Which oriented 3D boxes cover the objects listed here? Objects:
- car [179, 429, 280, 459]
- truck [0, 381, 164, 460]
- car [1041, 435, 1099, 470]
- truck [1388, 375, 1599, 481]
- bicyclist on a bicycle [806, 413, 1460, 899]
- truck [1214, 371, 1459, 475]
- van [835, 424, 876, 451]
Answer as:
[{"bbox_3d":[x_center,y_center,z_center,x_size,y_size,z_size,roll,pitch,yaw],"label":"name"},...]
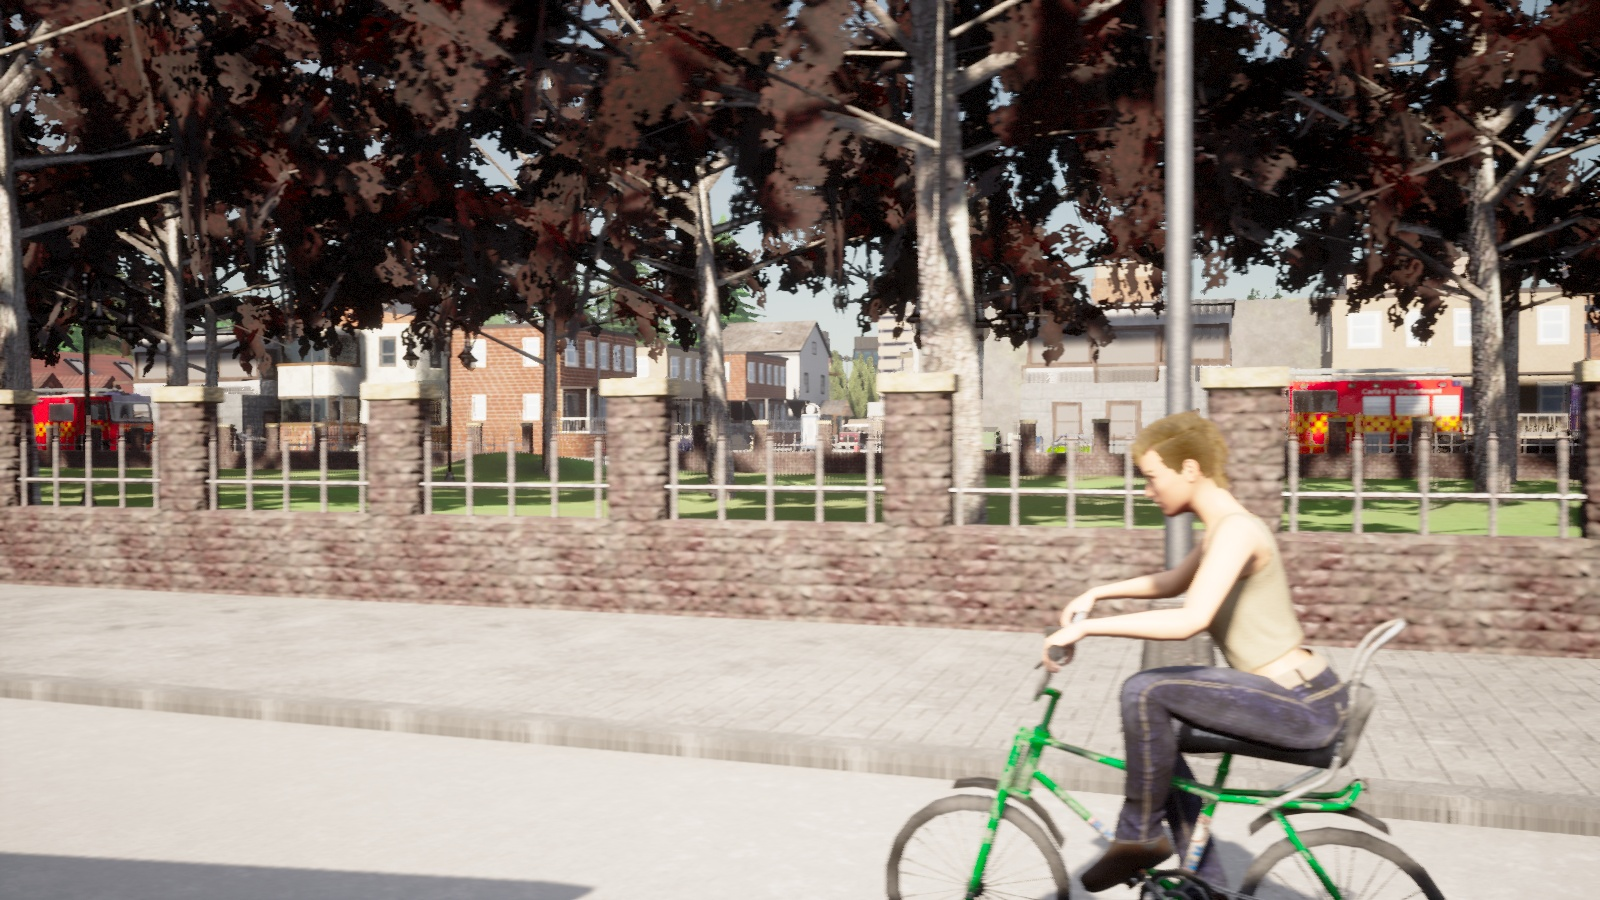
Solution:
[{"bbox_3d":[-29.927,-0.336,65.843,4.892,1.490,1.837,1,1,19],"label":"car"},{"bbox_3d":[-36.960,-1.500,63.883,8.468,3.827,2.891,0,1,16],"label":"truck"},{"bbox_3d":[11.178,0.091,51.949,2.207,1.376,1.481,1,1,19],"label":"car"},{"bbox_3d":[24.763,-0.753,43.128,7.936,3.462,2.891,0,1,19],"label":"truck"},{"bbox_3d":[0.871,0.711,3.427,1.509,1.612,0.866,1,1,19],"label":"bicyclist on a bicycle"},{"bbox_3d":[20.580,-1.042,48.758,8.468,3.827,2.891,1,1,19],"label":"truck"},{"bbox_3d":[4.428,-1.017,98.880,2.069,2.038,4.480,1,1,19],"label":"van"}]
